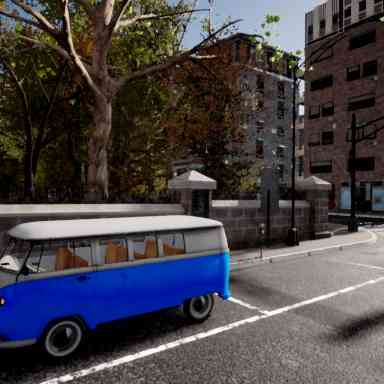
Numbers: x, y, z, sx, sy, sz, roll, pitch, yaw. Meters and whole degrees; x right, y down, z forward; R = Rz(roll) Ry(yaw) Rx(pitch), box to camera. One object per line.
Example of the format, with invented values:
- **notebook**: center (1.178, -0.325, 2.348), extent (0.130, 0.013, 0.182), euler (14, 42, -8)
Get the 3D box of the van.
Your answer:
- **van**: center (-1.202, 1.342, 5.644), extent (3.998, 1.788, 1.690), euler (0, 1, -36)
